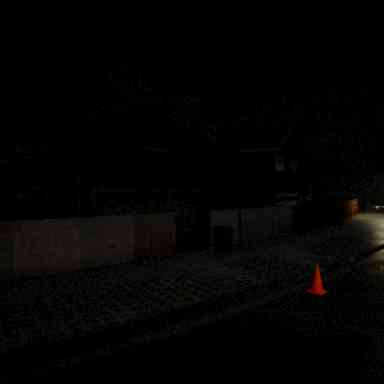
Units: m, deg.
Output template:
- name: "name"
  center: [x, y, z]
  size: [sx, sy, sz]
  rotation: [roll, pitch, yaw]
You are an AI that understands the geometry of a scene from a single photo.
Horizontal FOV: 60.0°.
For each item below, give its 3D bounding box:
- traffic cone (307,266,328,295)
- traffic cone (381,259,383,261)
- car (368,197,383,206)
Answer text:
- name: "traffic cone"
  center: [2.804, 1.947, 7.447]
  size: [0.340, 0.580, 0.340]
  rotation: [0, 0, -41]
- name: "traffic cone"
  center: [6.339, 1.940, 10.762]
  size: [0.340, 0.580, 0.340]
  rotation: [0, 0, -45]
- name: "car"
  center: [29.614, 1.484, 53.002]
  size: [1.994, 1.385, 4.181]
  rotation: [0, 0, 14]
